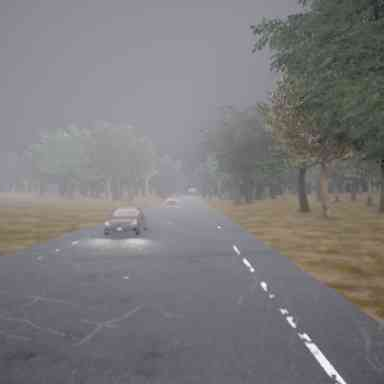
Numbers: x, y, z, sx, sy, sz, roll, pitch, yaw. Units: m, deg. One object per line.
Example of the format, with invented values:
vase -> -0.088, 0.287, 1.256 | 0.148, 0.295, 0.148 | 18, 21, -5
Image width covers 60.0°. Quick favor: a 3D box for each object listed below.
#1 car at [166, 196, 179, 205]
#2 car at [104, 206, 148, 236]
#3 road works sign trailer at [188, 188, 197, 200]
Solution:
car -> -3.543, 1.500, 60.613 | 2.097, 1.767, 4.553 | 0, 0, 1
car -> -3.599, 1.569, 18.838 | 1.812, 1.442, 4.674 | 0, 0, 0
road works sign trailer -> 0.080, 0.587, 94.568 | 2.380, 3.560, 2.880 | 3, -3, 0
